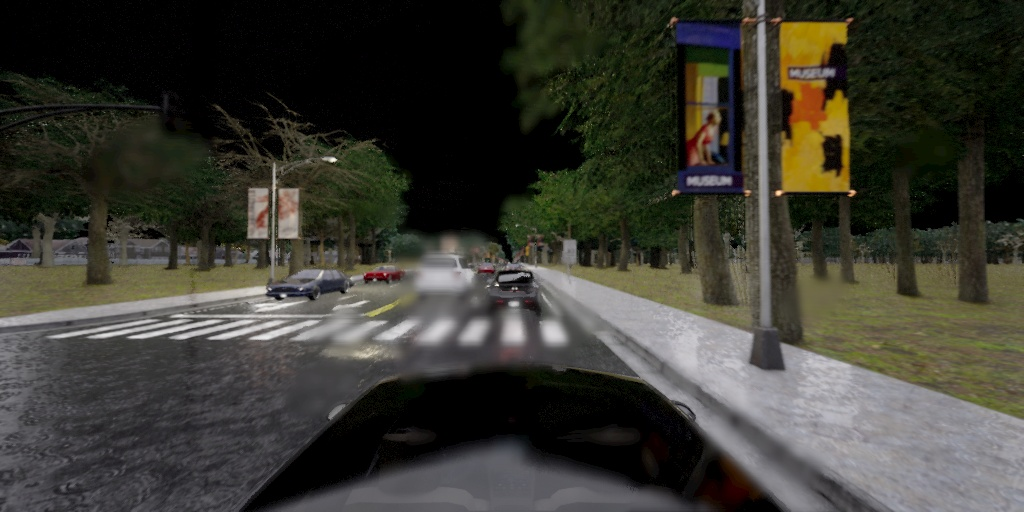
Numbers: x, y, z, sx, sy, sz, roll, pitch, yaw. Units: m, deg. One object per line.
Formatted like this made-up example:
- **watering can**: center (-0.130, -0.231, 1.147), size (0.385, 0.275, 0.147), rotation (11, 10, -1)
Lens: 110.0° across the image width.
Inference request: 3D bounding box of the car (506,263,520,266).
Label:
- **car**: center (0.104, 1.405, 37.509), size (2.033, 1.411, 5.357), rotation (0, 0, 0)

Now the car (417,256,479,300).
- **car**: center (-3.148, 1.008, 17.966), size (2.150, 2.045, 5.566), rotation (0, 0, 0)

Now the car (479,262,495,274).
- **car**: center (-3.143, 1.464, 45.088), size (1.994, 1.385, 4.181), rotation (0, 0, 0)

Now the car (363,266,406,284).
- **car**: center (-9.837, 1.420, 27.918), size (1.895, 1.301, 4.718), rotation (0, 0, 0)

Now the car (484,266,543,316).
- **car**: center (0.102, 1.277, 13.587), size (1.837, 1.490, 4.892), rotation (0, 0, 0)

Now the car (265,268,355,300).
- **car**: center (-9.844, 1.334, 18.108), size (2.033, 1.411, 5.357), rotation (0, 0, 0)
